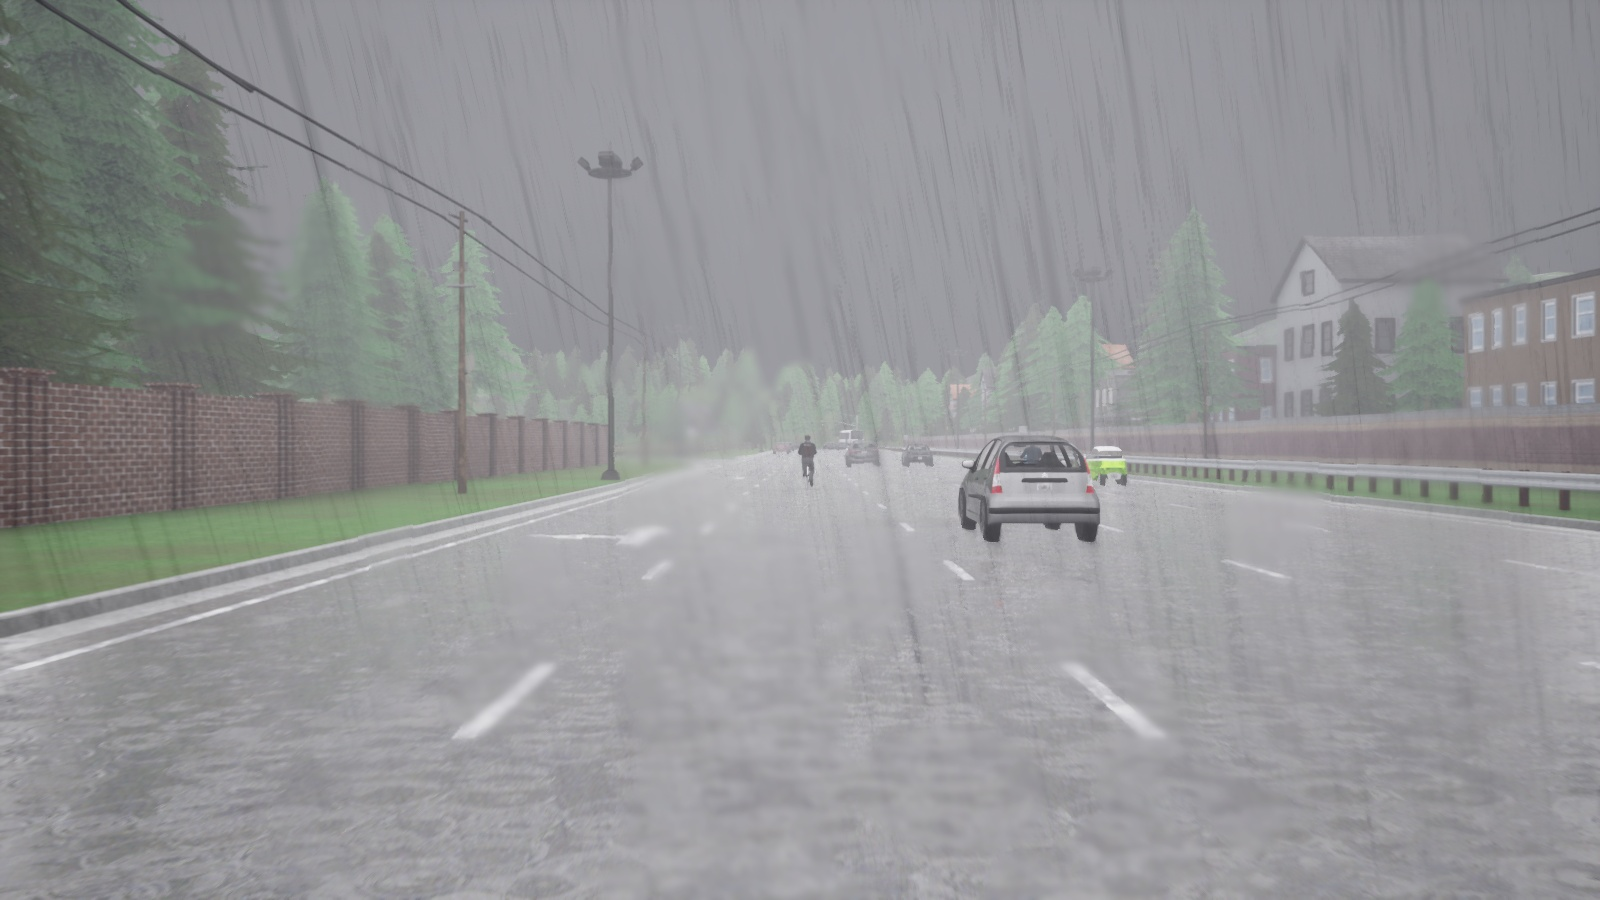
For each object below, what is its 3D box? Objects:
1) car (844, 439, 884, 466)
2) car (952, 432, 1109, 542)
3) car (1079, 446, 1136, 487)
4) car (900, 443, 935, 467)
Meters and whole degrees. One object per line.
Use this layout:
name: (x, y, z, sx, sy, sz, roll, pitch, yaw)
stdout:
car: (3.964, 0.151, 78.488, 2.242, 1.667, 4.611, 0, 0, 0)
car: (3.633, 0.532, 20.500, 1.851, 1.617, 3.988, 0, 0, 0)
car: (10.767, 0.561, 44.093, 1.481, 1.376, 2.207, 0, 1, 0)
car: (7.473, 0.315, 80.102, 1.816, 1.474, 4.193, 0, 0, 0)
